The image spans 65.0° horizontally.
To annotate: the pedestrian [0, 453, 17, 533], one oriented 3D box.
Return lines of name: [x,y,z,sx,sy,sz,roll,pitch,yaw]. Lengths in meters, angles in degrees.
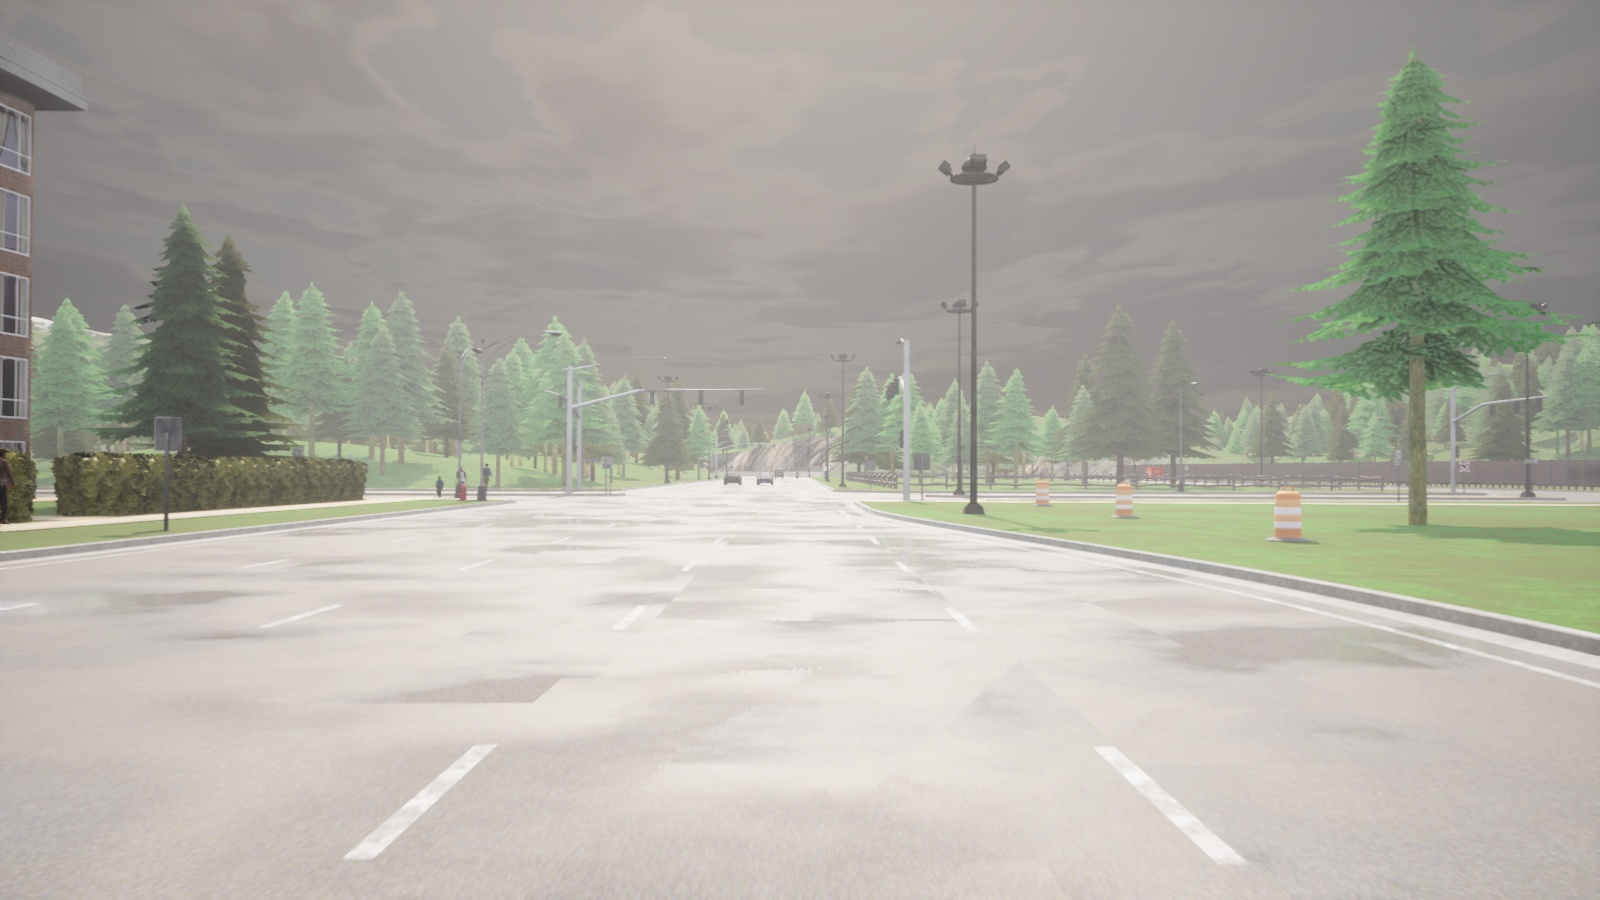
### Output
pedestrian: [-18.631,1.008,29.275,0.331,1.846,0.634,0,-1,-1]

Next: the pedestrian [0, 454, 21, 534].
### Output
pedestrian: [-18.068,0.991,28.403,0.328,1.805,0.869,0,-1,0]
